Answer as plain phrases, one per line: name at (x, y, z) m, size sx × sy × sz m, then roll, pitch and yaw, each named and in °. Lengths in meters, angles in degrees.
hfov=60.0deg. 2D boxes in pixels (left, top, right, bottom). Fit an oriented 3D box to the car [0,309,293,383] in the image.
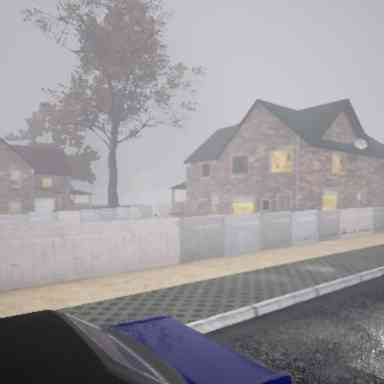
car at (-1.580, 1.625, 1.877) m, size 4.718 × 1.301 × 1.895 m, roll 0°, pitch -1°, yaw -37°
